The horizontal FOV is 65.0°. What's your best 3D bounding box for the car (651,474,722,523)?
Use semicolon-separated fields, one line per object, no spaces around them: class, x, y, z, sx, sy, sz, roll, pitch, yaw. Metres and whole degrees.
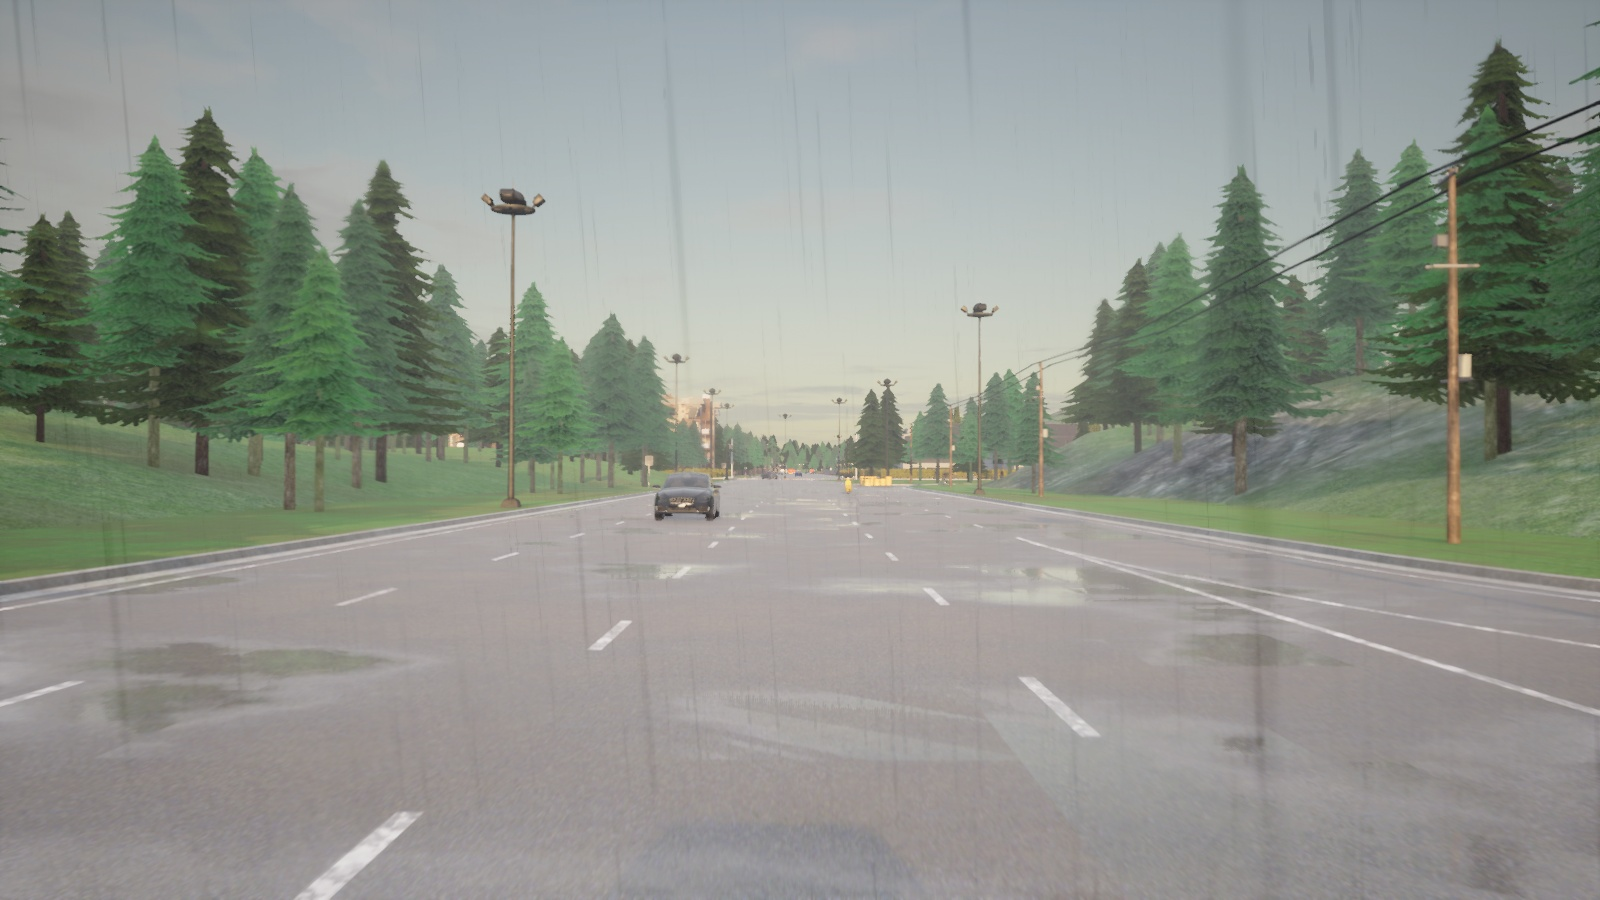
car;-3.598;1.513;40.598;1.837;1.490;4.892;0;-1;0
